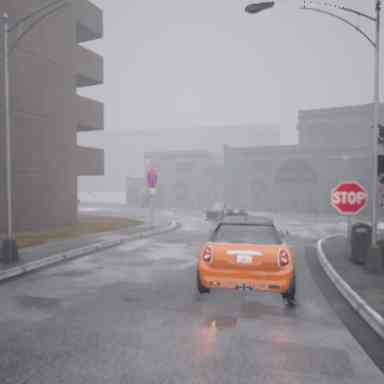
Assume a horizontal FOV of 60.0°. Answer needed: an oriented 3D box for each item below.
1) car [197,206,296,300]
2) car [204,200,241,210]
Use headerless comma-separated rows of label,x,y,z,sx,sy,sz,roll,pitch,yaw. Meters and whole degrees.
car,1.501,1.418,8.927,2.097,1.767,4.553,0,0,11
car,2.451,1.496,26.035,2.097,1.767,4.553,1,0,-19
